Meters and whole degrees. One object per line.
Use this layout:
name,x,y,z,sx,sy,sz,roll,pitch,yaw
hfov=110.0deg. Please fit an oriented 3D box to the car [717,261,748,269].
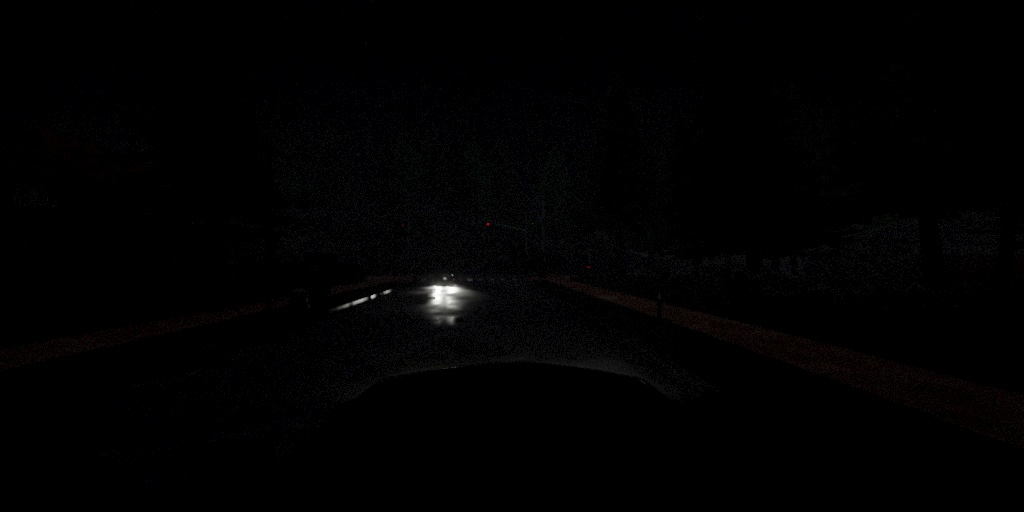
car,27.766,1.227,45.755,4.718,1.301,1.895,0,-1,-5

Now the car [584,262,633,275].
car,10.947,1.329,40.836,5.357,1.411,2.033,0,-1,-5

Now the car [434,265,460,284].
car,-5.379,1.513,30.140,2.128,1.511,4.902,0,-1,-5
